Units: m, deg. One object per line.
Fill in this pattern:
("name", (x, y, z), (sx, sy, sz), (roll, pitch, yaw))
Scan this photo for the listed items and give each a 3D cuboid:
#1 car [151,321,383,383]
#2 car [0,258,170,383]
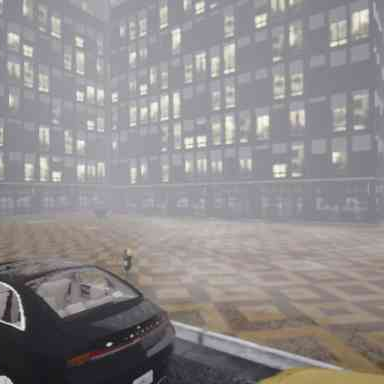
("car", (2.251, 1.515, 1.240), (4.829, 1.417, 1.752), (-1, -1, 35))
("car", (-2.245, 1.587, 4.440), (4.403, 1.369, 2.008), (-1, -1, 35))
